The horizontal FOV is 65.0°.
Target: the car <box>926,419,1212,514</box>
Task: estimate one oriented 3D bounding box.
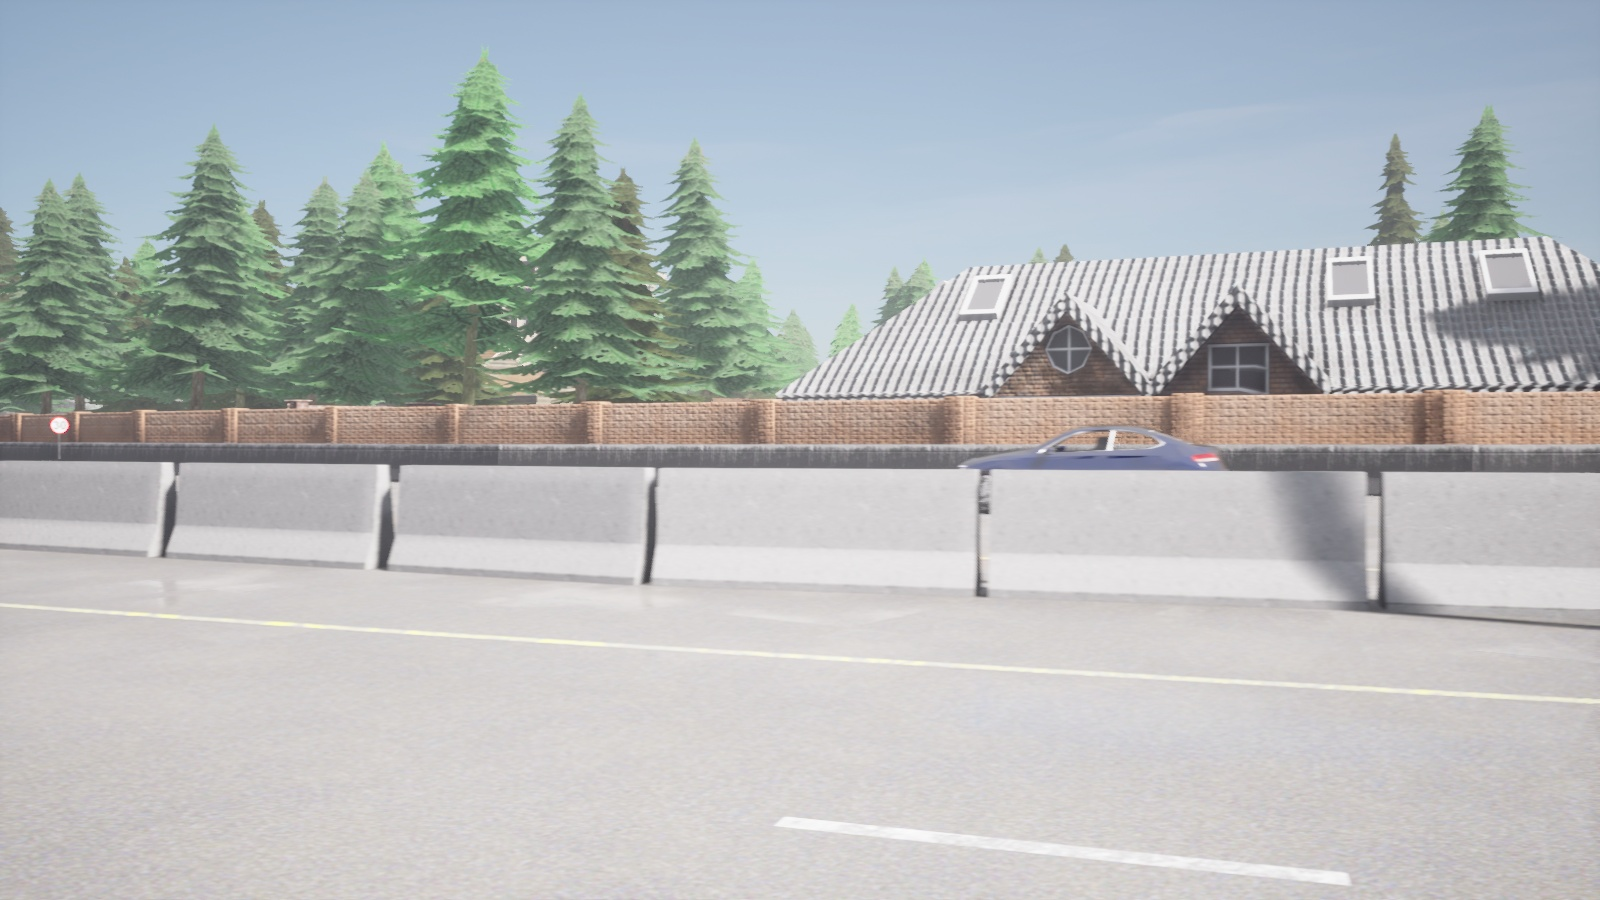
[{"bbox_3d":[5.080,0.250,23.620,5.027,1.651,2.152,1,1,19],"label":"car"}]
